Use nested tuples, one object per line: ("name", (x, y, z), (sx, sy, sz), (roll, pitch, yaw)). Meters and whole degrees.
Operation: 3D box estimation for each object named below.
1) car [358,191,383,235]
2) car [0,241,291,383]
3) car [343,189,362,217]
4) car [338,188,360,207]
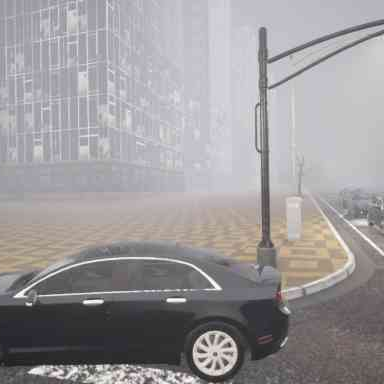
("car", (8.937, 0.928, 14.456), (2.128, 1.511, 4.902), (-1, 2, 18))
("car", (-1.121, 1.505, 4.786), (4.892, 1.490, 1.837), (0, 0, 0))
("car", (10.964, 0.759, 20.757), (1.994, 1.385, 4.181), (-1, 2, 17))
("car", (12.938, 0.453, 26.828), (2.128, 1.511, 4.902), (-1, 2, 18))
